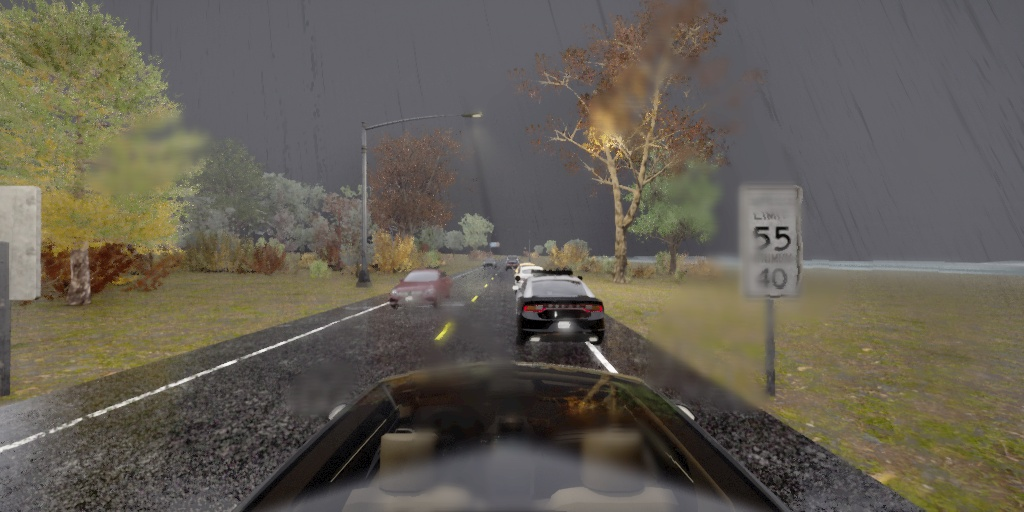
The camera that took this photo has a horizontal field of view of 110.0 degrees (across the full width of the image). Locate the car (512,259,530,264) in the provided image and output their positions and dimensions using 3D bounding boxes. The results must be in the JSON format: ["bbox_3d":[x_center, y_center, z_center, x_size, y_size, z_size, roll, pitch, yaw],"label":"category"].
[{"bbox_3d":[1.068,1.203,25.720,1.801,1.575,5.366,0,0,0],"label":"car"}]

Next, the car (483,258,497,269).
[{"bbox_3d":[-3.501,1.086,57.452,2.097,1.767,4.553,0,0,0],"label":"car"}]

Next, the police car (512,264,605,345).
[{"bbox_3d":[1.048,1.175,9.646,1.930,1.638,5.238,0,0,0],"label":"police car"}]

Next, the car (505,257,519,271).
[{"bbox_3d":[0.096,1.245,48.799,1.837,1.490,4.892,0,0,1],"label":"car"}]

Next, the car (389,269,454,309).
[{"bbox_3d":[-3.598,1.275,15.041,1.812,1.442,4.674,0,0,0],"label":"car"}]
